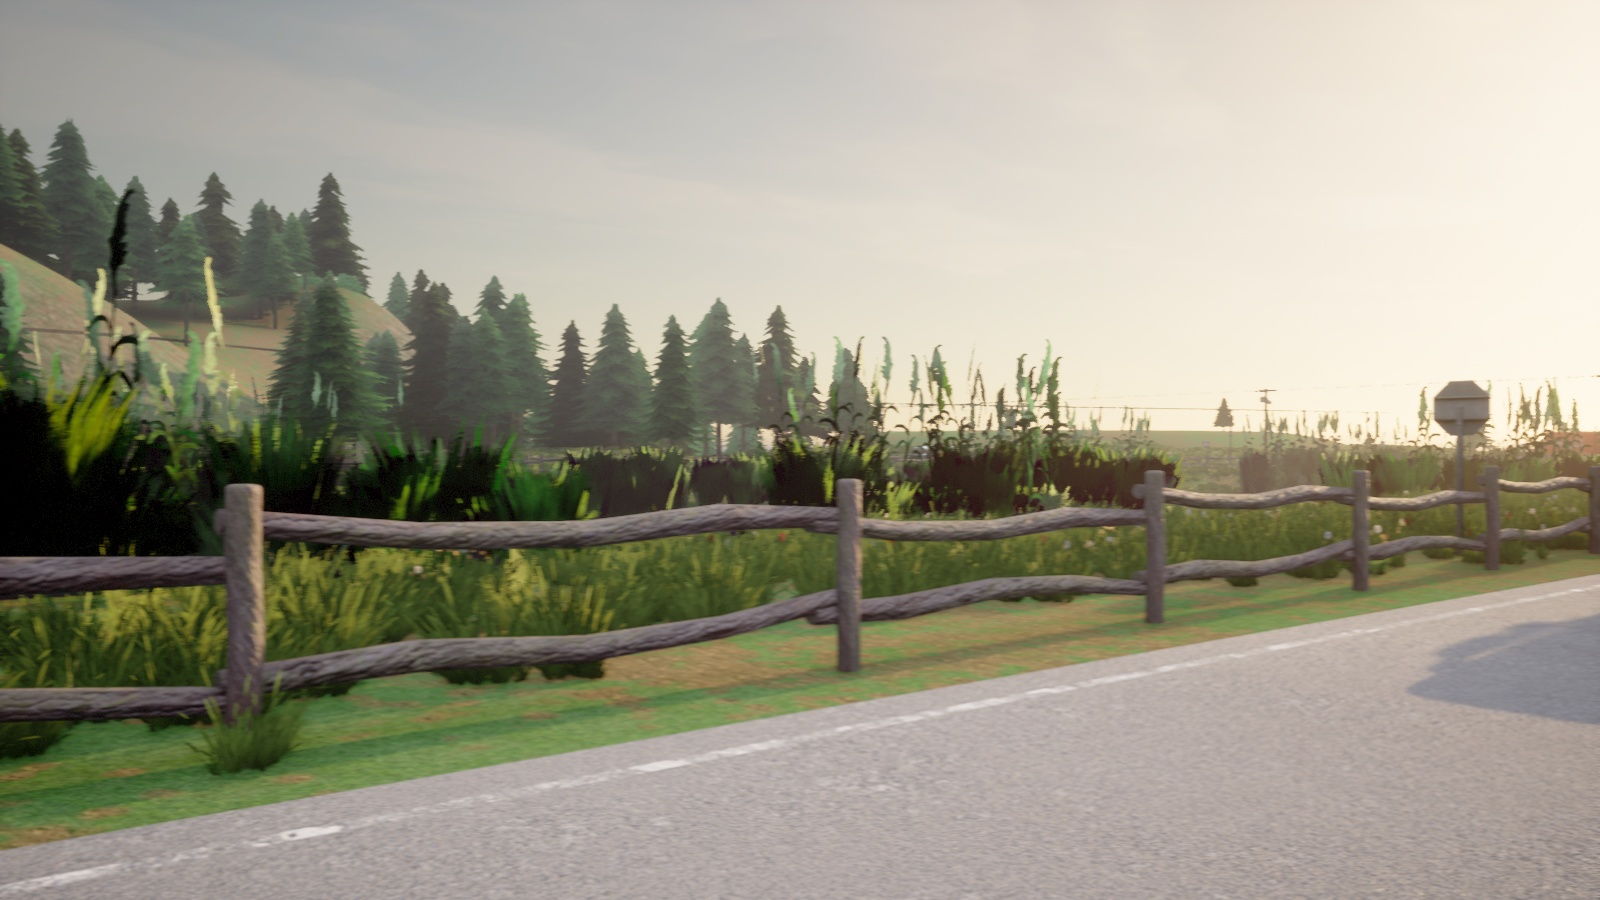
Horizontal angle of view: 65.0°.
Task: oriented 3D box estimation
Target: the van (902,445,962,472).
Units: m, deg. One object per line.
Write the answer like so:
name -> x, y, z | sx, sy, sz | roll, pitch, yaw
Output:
van -> 10.337, 0.637, 97.884 | 4.480, 2.038, 2.069 | 0, 0, -38
